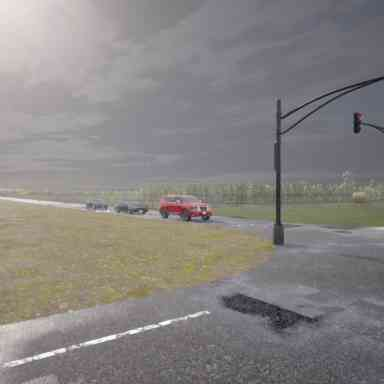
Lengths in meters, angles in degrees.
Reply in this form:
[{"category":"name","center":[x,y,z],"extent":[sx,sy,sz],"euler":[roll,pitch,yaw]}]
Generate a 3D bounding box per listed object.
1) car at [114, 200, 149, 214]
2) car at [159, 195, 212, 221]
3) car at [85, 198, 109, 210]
[{"category":"car","center":[-6.706,1.604,36.057],"extent":[2.033,1.411,5.357],"euler":[0,0,-36]},{"category":"car","center":[-0.670,1.256,27.755],"extent":[2.150,2.045,5.566],"euler":[0,0,-36]},{"category":"car","center":[-12.784,1.580,44.440],"extent":[1.837,1.490,4.892],"euler":[0,0,-36]}]
